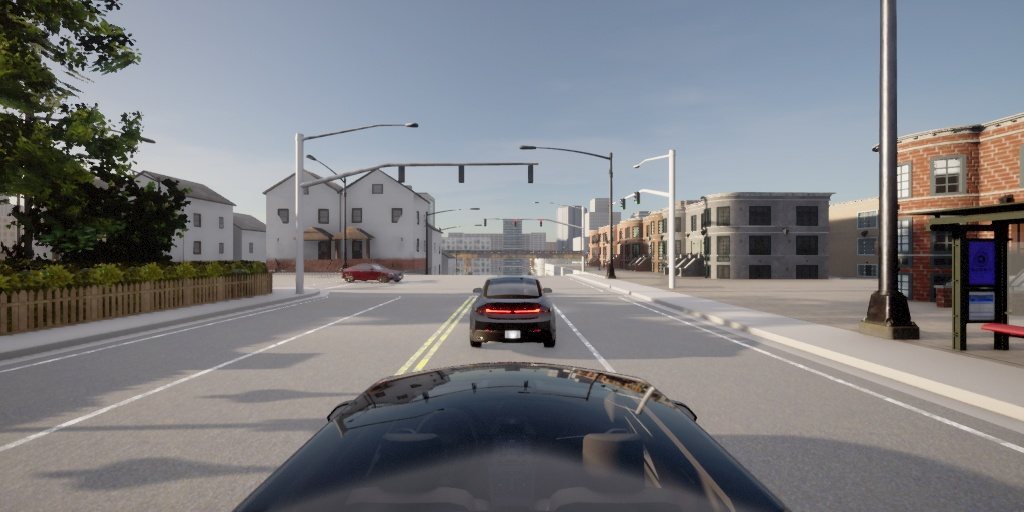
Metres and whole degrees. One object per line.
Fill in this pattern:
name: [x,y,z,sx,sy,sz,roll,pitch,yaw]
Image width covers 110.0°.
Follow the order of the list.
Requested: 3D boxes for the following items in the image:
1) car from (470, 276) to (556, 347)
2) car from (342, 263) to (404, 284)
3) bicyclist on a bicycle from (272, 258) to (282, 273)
car: [0.015,1.255,9.291,1.837,1.490,4.892,0,0,0]
car: [-10.329,1.275,26.610,4.674,1.442,1.812,0,0,16]
bicyclist on a bicycle: [-25.503,1.053,38.848,0.582,1.620,1.656,0,0,0]
